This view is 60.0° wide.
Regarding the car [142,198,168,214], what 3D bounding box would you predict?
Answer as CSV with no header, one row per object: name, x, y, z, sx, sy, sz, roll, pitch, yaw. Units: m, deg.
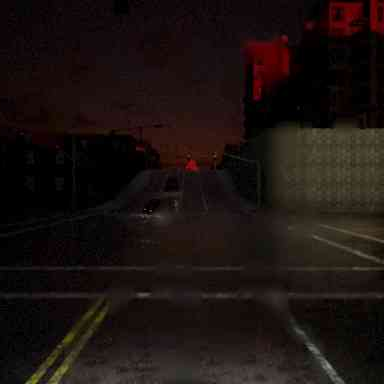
car,-3.640,1.457,33.916,1.837,1.490,4.892,0,3,6

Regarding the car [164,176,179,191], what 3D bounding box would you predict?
car,-3.497,-1.473,57.613,2.150,2.045,5.566,0,12,0
